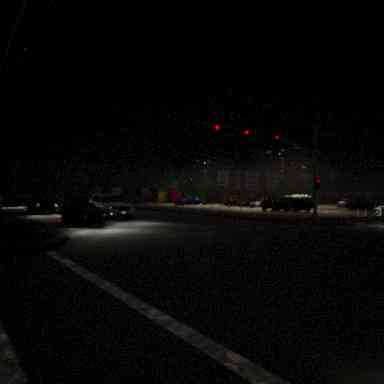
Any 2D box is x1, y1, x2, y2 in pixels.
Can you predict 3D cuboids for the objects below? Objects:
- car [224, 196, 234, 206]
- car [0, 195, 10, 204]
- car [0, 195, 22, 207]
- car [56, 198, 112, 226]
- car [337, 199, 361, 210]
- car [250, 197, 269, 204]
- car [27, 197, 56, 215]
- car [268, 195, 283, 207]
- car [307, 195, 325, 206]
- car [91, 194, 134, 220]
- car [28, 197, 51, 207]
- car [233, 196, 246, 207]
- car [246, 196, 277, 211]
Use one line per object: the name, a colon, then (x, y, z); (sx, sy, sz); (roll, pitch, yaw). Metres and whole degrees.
car: (7.574, 1.489, 56.879); (4.605, 1.855, 1.932); (1, 0, -36)
car: (-32.135, 1.305, 56.200); (1.812, 1.442, 4.674); (1, 0, -37)
car: (-25.475, 1.389, 47.152); (1.994, 1.385, 4.181); (1, 0, -36)
car: (-7.529, 1.423, 22.896); (1.882, 1.535, 5.008); (1, 0, -35)
car: (26.498, 1.968, 56.670); (3.806, 1.475, 1.970); (1, 0, -36)
car: (14.787, 1.858, 72.627); (3.905, 1.438, 1.784); (1, 0, -36)
car: (-14.820, 1.249, 32.889); (2.097, 1.767, 4.553); (1, 0, -37)
car: (16.449, 1.658, 70.253); (4.605, 1.855, 1.932); (1, 0, -36)
car: (30.573, 1.882, 80.617); (3.866, 1.878, 1.905); (1, 0, -36)
car: (-6.898, 1.190, 27.926); (2.150, 2.045, 5.566); (1, 1, -37)
car: (-22.491, 1.417, 49.002); (2.033, 1.411, 5.357); (1, 0, -36)
car: (9.197, 1.711, 54.742); (3.905, 1.438, 1.784); (1, 0, -36)
car: (10.906, 1.754, 52.405); (3.806, 1.475, 1.970); (1, 0, -36)
